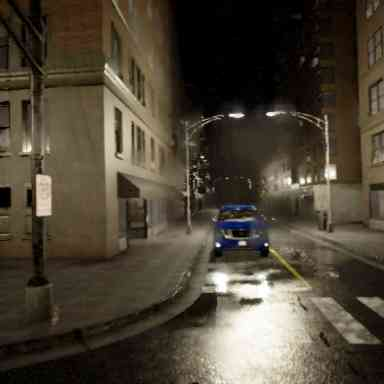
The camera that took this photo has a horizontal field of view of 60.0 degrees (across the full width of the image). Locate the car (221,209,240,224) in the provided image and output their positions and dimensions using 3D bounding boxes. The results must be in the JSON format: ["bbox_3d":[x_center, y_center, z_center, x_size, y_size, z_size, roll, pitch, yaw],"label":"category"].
[{"bbox_3d":[4.045,2.583,35.381,1.895,1.301,4.718,-2,-2,6],"label":"car"}]

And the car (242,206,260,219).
[{"bbox_3d":[7.772,2.703,44.274,2.033,1.411,5.357,-2,-2,6],"label":"car"}]

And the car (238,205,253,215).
[{"bbox_3d":[8.630,2.916,54.066,2.128,1.511,4.902,-2,-2,5],"label":"car"}]

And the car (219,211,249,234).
[{"bbox_3d":[3.105,2.255,25.415,2.033,1.411,5.357,-2,-2,5],"label":"car"}]

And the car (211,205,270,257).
[{"bbox_3d":[2.149,1.647,15.245,2.150,2.045,5.566,-2,-2,5],"label":"car"}]
